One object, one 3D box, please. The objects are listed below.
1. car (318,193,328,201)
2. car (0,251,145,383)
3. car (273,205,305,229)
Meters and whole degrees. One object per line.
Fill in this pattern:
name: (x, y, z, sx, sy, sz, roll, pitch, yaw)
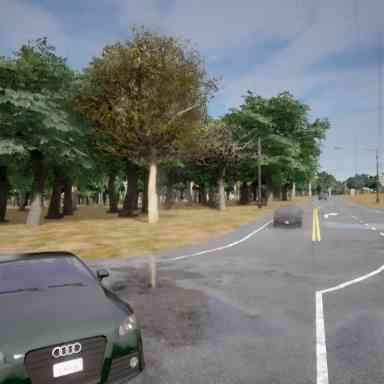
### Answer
car: (34.094, 1.284, 86.828, 2.150, 2.045, 5.566, -1, 0, 21)
car: (-2.331, 1.645, 5.032, 1.994, 1.385, 4.181, 1, -2, -33)
car: (6.907, 1.664, 23.593, 1.882, 1.535, 5.008, -1, 0, 20)
